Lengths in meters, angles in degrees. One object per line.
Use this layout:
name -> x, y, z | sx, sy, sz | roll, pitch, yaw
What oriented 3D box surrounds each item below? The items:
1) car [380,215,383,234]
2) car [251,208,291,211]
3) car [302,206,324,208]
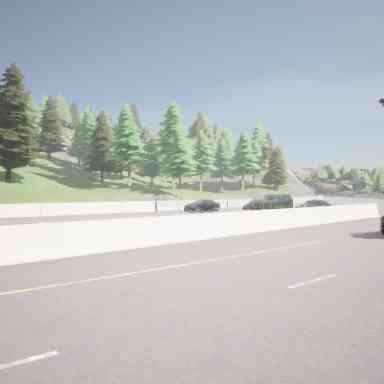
car -> 11.837, 1.504, 17.948 | 4.892, 1.490, 1.837 | 0, 0, -41
car -> 8.163, 1.223, 33.801 | 5.566, 2.045, 2.150 | 0, 0, -44
car -> 11.960, 1.507, 32.645 | 4.892, 1.490, 1.837 | 1, 0, -45
